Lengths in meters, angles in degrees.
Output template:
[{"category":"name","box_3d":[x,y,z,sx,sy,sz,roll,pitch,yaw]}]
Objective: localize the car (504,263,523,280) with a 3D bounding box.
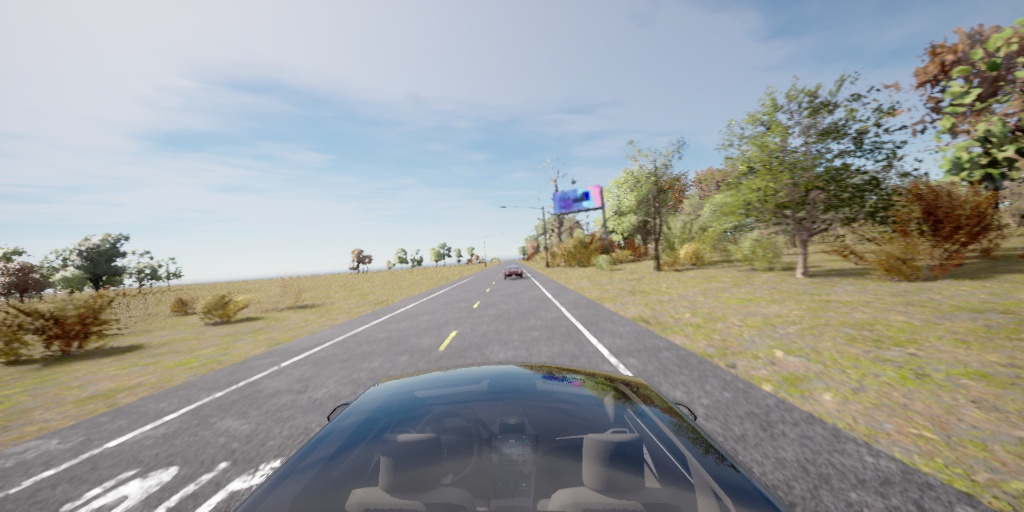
[{"category":"car","box_3d":[0.139,1.603,36.161,1.895,1.301,4.718,-4,0,0]}]
